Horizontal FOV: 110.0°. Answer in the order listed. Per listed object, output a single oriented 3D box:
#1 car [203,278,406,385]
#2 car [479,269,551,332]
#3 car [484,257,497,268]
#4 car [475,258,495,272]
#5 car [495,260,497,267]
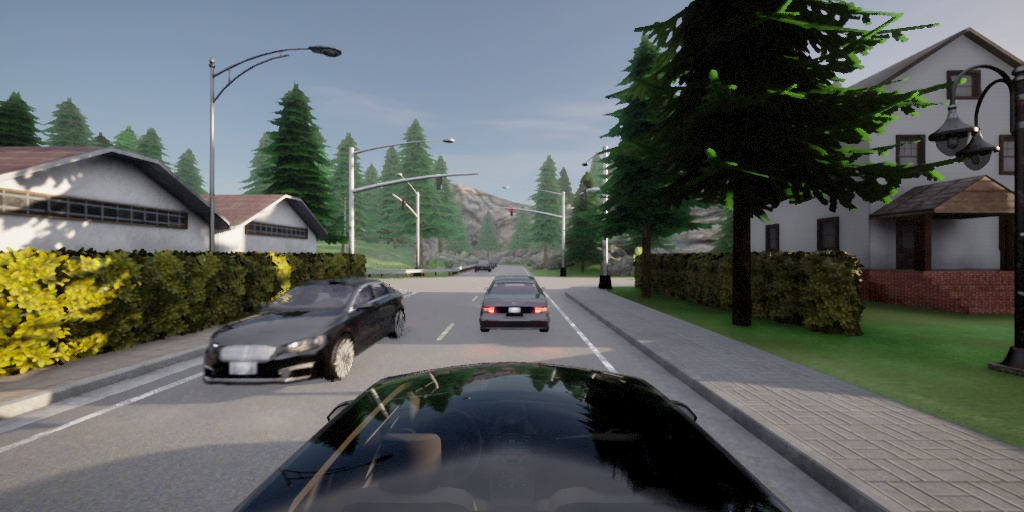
[{"bbox_3d":[-3.609,1.240,7.261,2.128,1.511,4.902,0,0,0],"label":"car"},{"bbox_3d":[0.077,1.296,10.807,2.033,1.411,5.357,0,0,0],"label":"car"},{"bbox_3d":[-3.821,1.093,63.982,2.097,1.767,4.553,0,0,-7],"label":"car"},{"bbox_3d":[-3.557,1.222,44.874,1.882,1.535,5.008,0,0,0],"label":"car"},{"bbox_3d":[-3.521,1.343,54.263,1.895,1.301,4.718,0,0,0],"label":"car"}]
